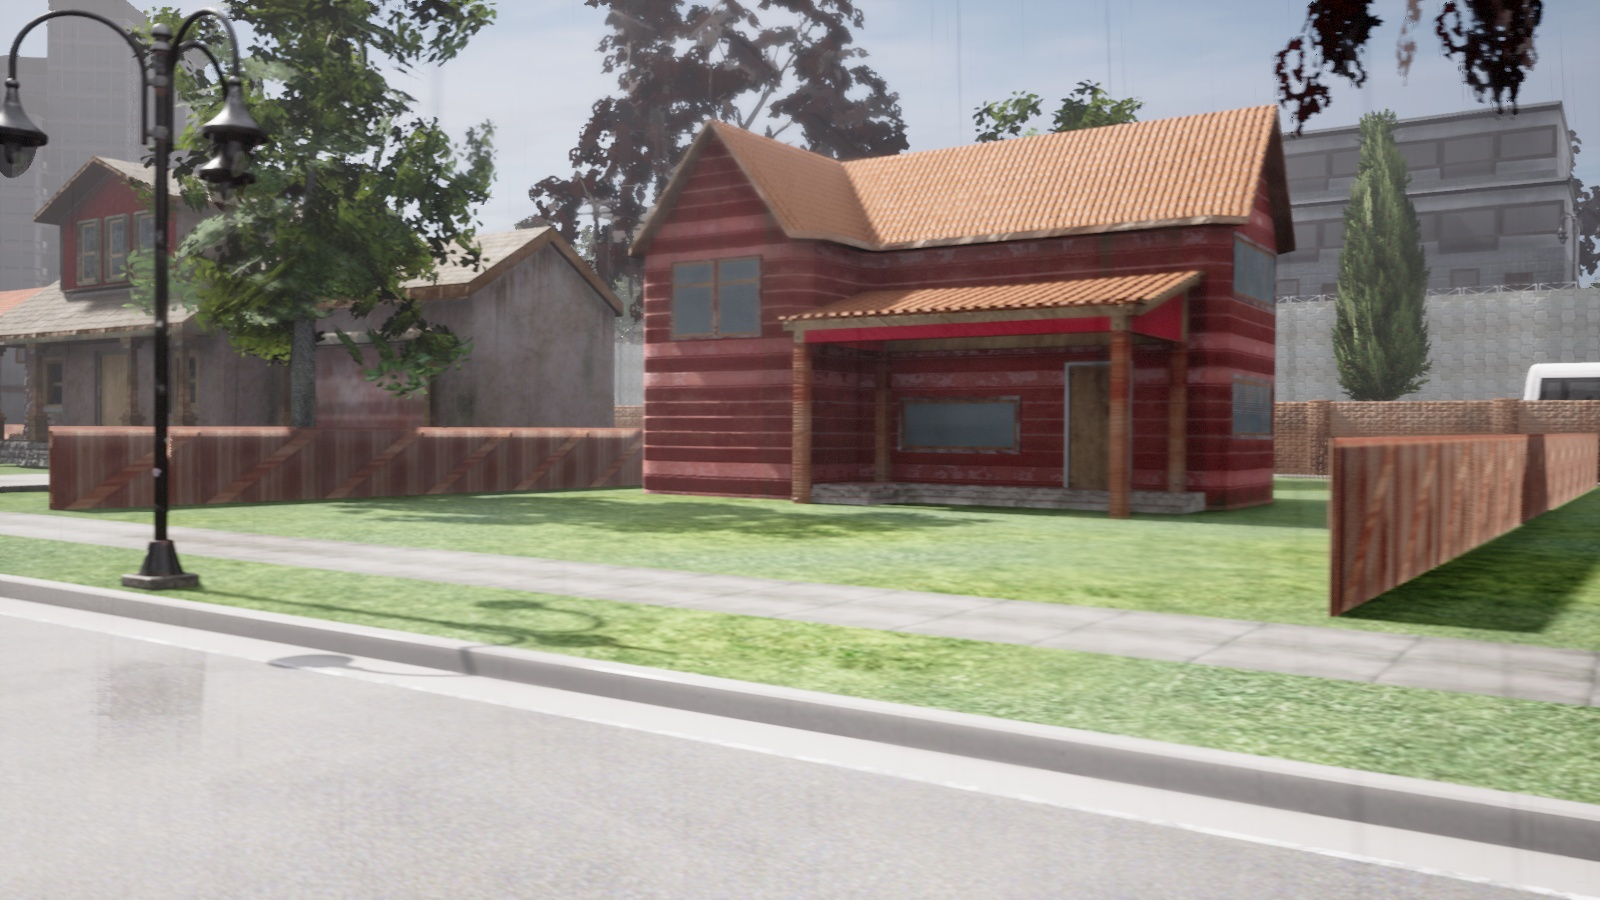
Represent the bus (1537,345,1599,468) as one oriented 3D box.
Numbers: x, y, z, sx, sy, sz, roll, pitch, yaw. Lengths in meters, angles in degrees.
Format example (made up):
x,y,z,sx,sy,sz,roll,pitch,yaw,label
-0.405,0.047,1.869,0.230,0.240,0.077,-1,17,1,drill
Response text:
x,y,z,sx,sy,sz,roll,pitch,yaw,label
31.422,-1.519,43.138,10.273,4.253,3.944,0,1,34,bus
